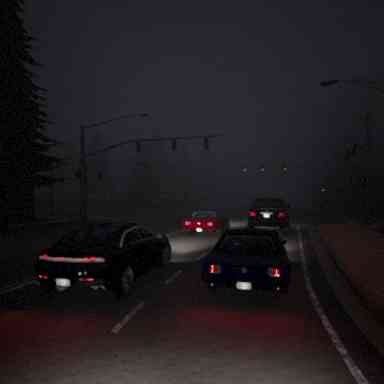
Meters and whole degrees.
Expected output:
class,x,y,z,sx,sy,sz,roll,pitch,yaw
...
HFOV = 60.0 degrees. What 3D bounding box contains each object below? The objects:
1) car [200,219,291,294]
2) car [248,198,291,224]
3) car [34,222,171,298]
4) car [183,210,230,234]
class,x,y,z,sx,sy,sz,roll,pitch,yaw
car,1.610,1.667,9.042,1.895,1.301,4.718,0,0,14
car,4.645,1.364,19.849,2.150,2.045,5.566,0,-1,17
car,-1.974,1.552,8.818,2.128,1.511,4.902,0,0,13
car,1.011,1.741,19.877,1.895,1.301,4.718,0,0,16
